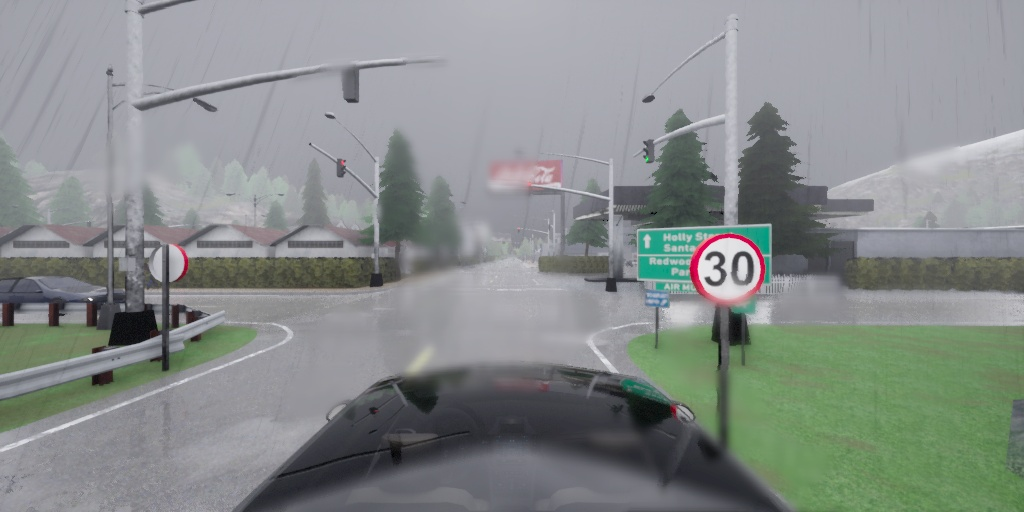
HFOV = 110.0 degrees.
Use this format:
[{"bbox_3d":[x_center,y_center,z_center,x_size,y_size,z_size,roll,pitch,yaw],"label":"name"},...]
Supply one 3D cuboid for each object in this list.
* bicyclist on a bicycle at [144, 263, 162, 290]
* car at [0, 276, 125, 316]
[{"bbox_3d":[-21.672,1.244,21.339,0.582,1.620,1.656,0,0,1],"label":"bicyclist on a bicycle"},{"bbox_3d":[-18.016,1.489,13.780,5.357,1.411,2.033,0,0,-1],"label":"car"}]
